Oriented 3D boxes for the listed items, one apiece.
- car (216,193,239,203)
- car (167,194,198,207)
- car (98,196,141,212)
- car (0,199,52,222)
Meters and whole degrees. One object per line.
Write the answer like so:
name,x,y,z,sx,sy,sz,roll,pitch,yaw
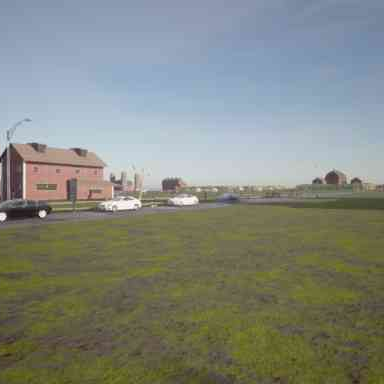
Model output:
car,5.457,0.842,49.960,1.812,1.442,4.674,1,2,36
car,-1.058,1.008,41.040,1.812,1.442,4.674,1,1,36
car,-7.020,1.159,32.813,1.812,1.442,4.674,1,1,36
car,-12.913,1.285,24.677,1.837,1.490,4.892,1,1,36
